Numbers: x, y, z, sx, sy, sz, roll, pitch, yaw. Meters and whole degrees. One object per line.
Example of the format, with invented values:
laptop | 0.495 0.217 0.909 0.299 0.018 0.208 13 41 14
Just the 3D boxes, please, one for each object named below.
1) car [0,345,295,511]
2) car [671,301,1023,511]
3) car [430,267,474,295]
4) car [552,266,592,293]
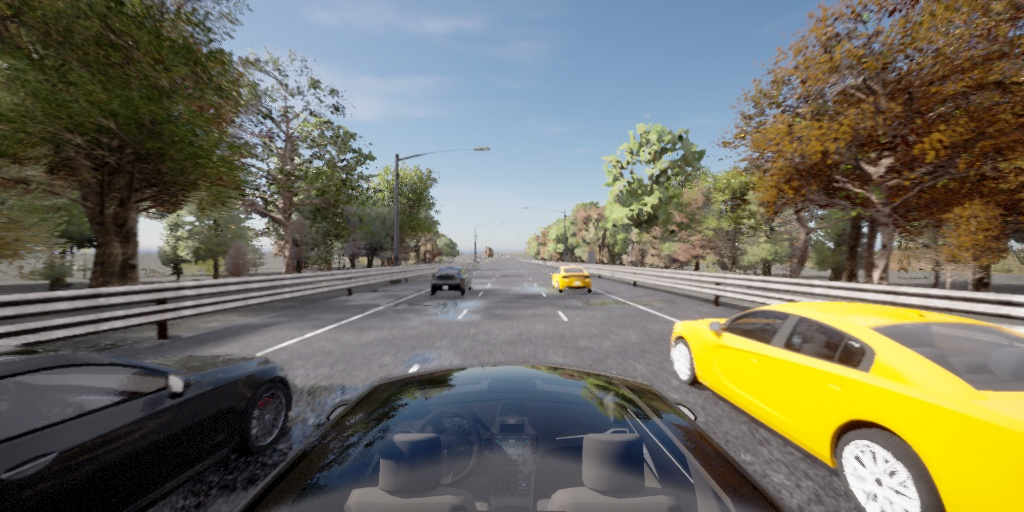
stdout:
car | -3.402 1.279 2.162 1.812 1.442 4.674 0 0 0
car | 3.599 1.243 4.046 1.882 1.535 5.008 0 0 0
car | -3.404 1.384 20.743 1.837 1.490 4.892 0 0 0
car | 3.595 1.367 22.223 1.882 1.535 5.008 0 0 0
